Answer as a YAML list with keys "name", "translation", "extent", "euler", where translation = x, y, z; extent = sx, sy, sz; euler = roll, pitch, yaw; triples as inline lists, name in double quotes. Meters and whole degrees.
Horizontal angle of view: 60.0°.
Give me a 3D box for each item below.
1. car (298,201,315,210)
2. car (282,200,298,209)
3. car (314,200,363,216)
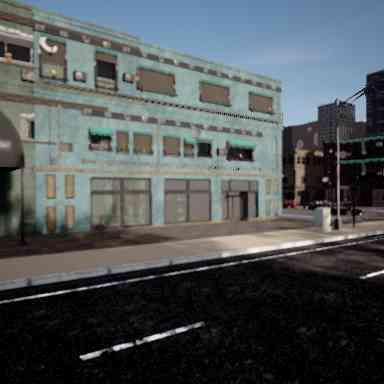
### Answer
- name: "car"
  translation: [17.884, 1.869, 47.095]
  extent: [2.008, 1.369, 4.403]
  euler: [-1, 0, -35]
- name: "car"
  translation: [14.674, 1.963, 51.605]
  extent: [1.802, 1.307, 4.206]
  euler: [-1, 0, -35]
- name: "car"
  translation: [15.799, 1.861, 35.368]
  extent: [1.947, 1.339, 4.313]
  euler: [-1, 0, -35]
